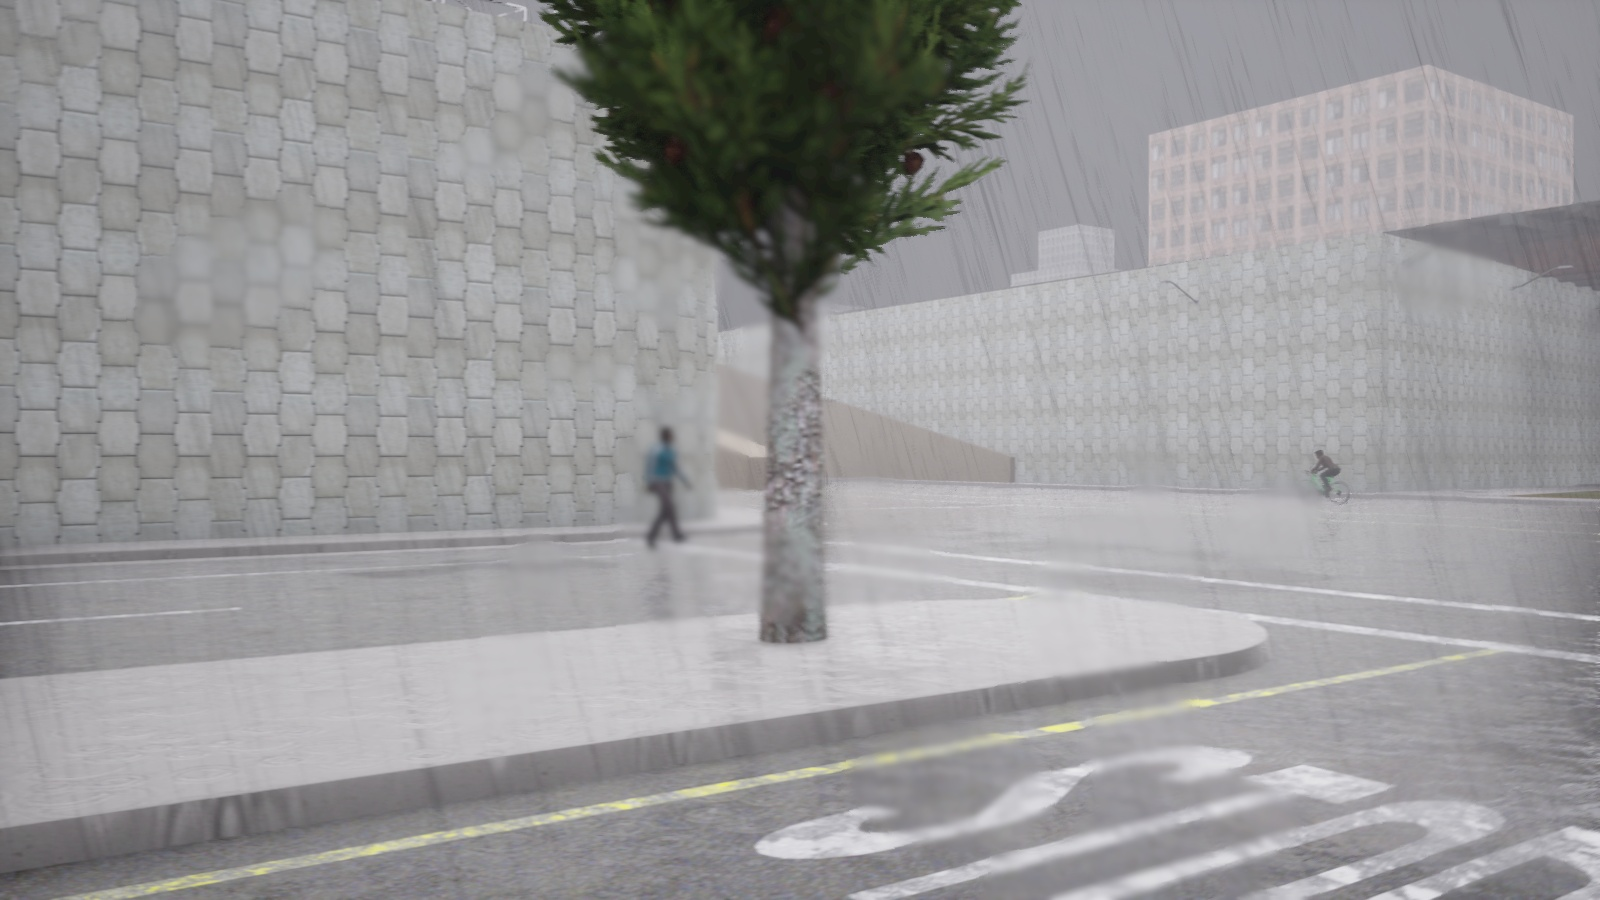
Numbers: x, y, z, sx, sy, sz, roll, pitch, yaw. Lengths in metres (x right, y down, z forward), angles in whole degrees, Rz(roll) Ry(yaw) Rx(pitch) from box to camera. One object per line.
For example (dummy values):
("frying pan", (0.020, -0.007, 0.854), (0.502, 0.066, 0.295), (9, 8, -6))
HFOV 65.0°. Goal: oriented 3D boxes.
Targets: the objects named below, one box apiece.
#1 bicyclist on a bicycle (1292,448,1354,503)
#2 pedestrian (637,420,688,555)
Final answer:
("bicyclist on a bicycle", (15.716, 0.757, 37.767), (0.582, 1.620, 1.656), (0, 0, -34))
("pedestrian", (-2.021, 0.541, 18.452), (0.692, 1.930, 0.396), (0, 0, 44))
